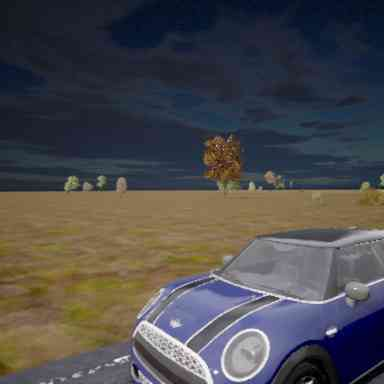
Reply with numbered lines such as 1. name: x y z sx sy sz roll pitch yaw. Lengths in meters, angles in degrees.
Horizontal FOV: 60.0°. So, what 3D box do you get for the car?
1. car: 1.492 1.343 4.510 4.553 1.767 2.097 0 0 -36
